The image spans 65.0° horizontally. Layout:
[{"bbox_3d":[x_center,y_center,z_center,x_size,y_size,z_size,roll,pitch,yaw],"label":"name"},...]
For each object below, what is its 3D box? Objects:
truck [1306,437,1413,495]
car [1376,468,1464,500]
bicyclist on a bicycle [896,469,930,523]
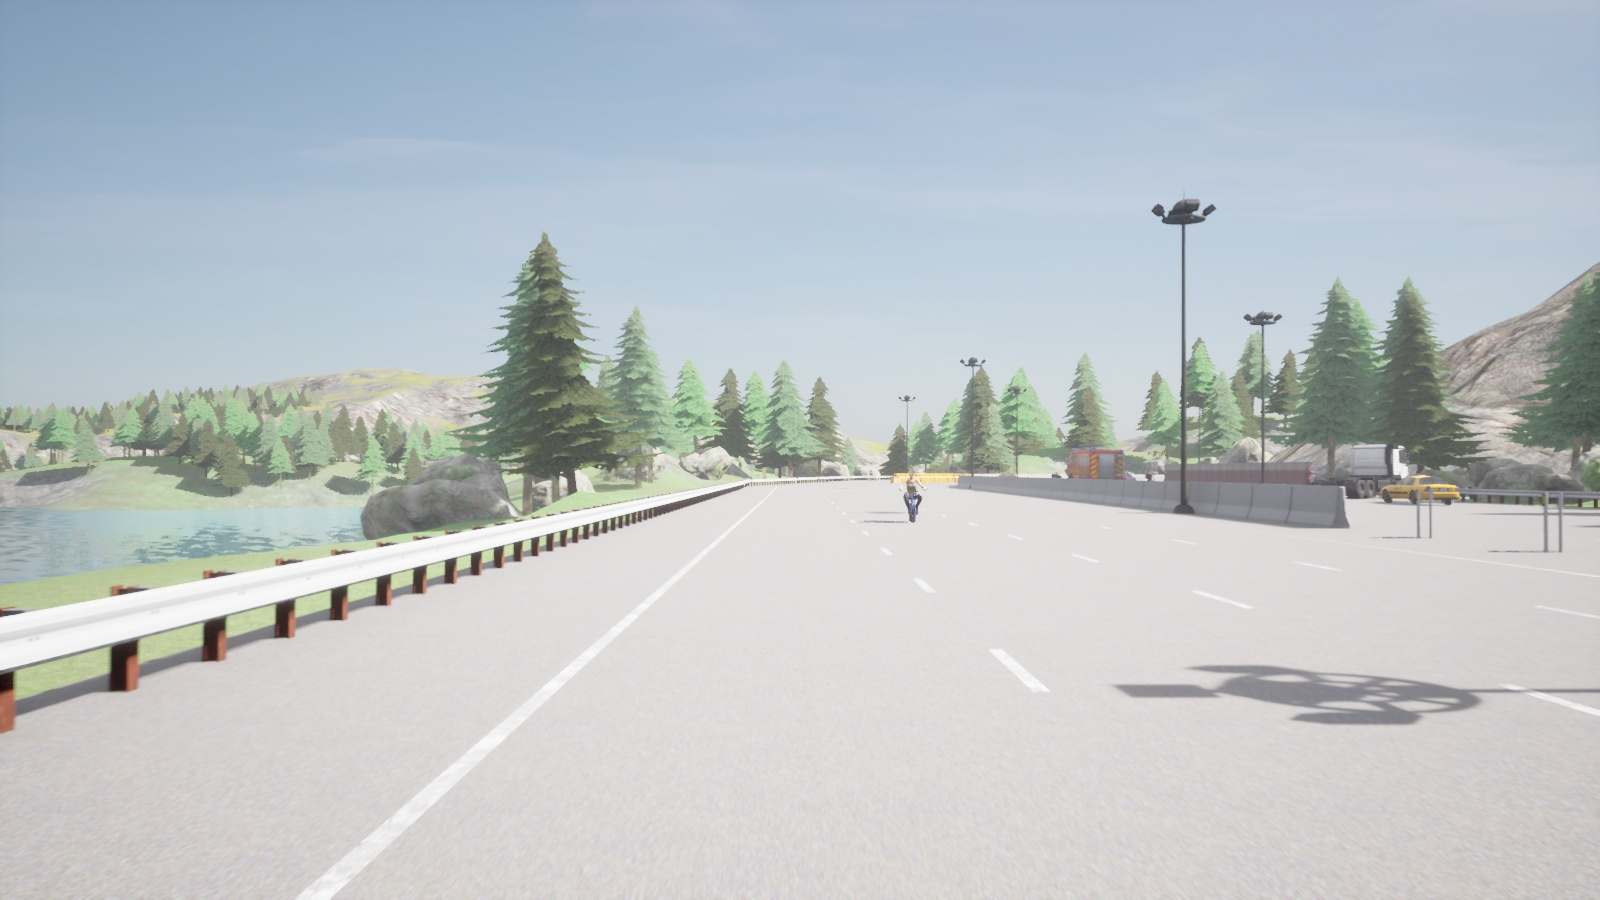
[{"bbox_3d":[35.021,1.005,78.476,7.936,3.462,2.891,1,-2,-40],"label":"truck"},{"bbox_3d":[31.349,1.694,63.672,1.801,1.575,5.366,0,-1,0],"label":"car"},{"bbox_3d":[3.411,1.374,38.006,0.866,1.612,1.509,0,-1,0],"label":"bicyclist on a bicycle"}]
